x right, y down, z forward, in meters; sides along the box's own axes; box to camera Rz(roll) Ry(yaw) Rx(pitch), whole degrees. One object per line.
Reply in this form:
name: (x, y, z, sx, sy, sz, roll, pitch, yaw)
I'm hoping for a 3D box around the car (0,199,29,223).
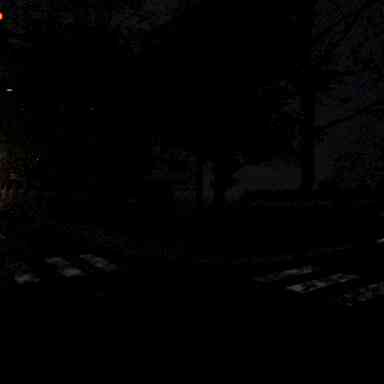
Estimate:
car: (-11.802, 1.127, 21.529, 1.752, 1.417, 4.829, 1, 0, -36)
